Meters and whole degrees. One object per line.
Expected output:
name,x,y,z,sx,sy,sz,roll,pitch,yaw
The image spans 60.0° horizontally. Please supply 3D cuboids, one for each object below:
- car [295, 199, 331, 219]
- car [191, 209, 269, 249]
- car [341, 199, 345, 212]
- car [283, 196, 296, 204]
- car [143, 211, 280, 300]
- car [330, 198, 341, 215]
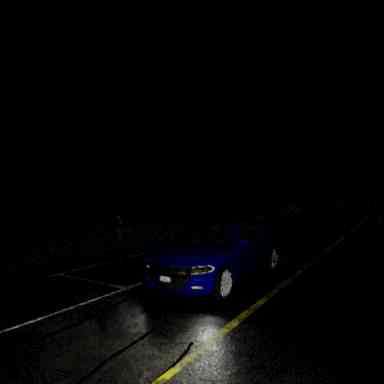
car,10.740,1.583,29.450,1.802,1.307,4.206,0,0,32
car,1.917,1.566,15.417,1.947,1.339,4.313,0,0,32
car,16.621,1.442,38.804,1.967,1.590,4.097,0,0,32
car,17.818,1.572,65.573,5.357,1.411,2.033,0,0,33
car,0.787,1.478,8.798,1.882,1.535,5.008,0,0,32
car,13.680,1.568,34.127,1.947,1.339,4.313,0,0,32
